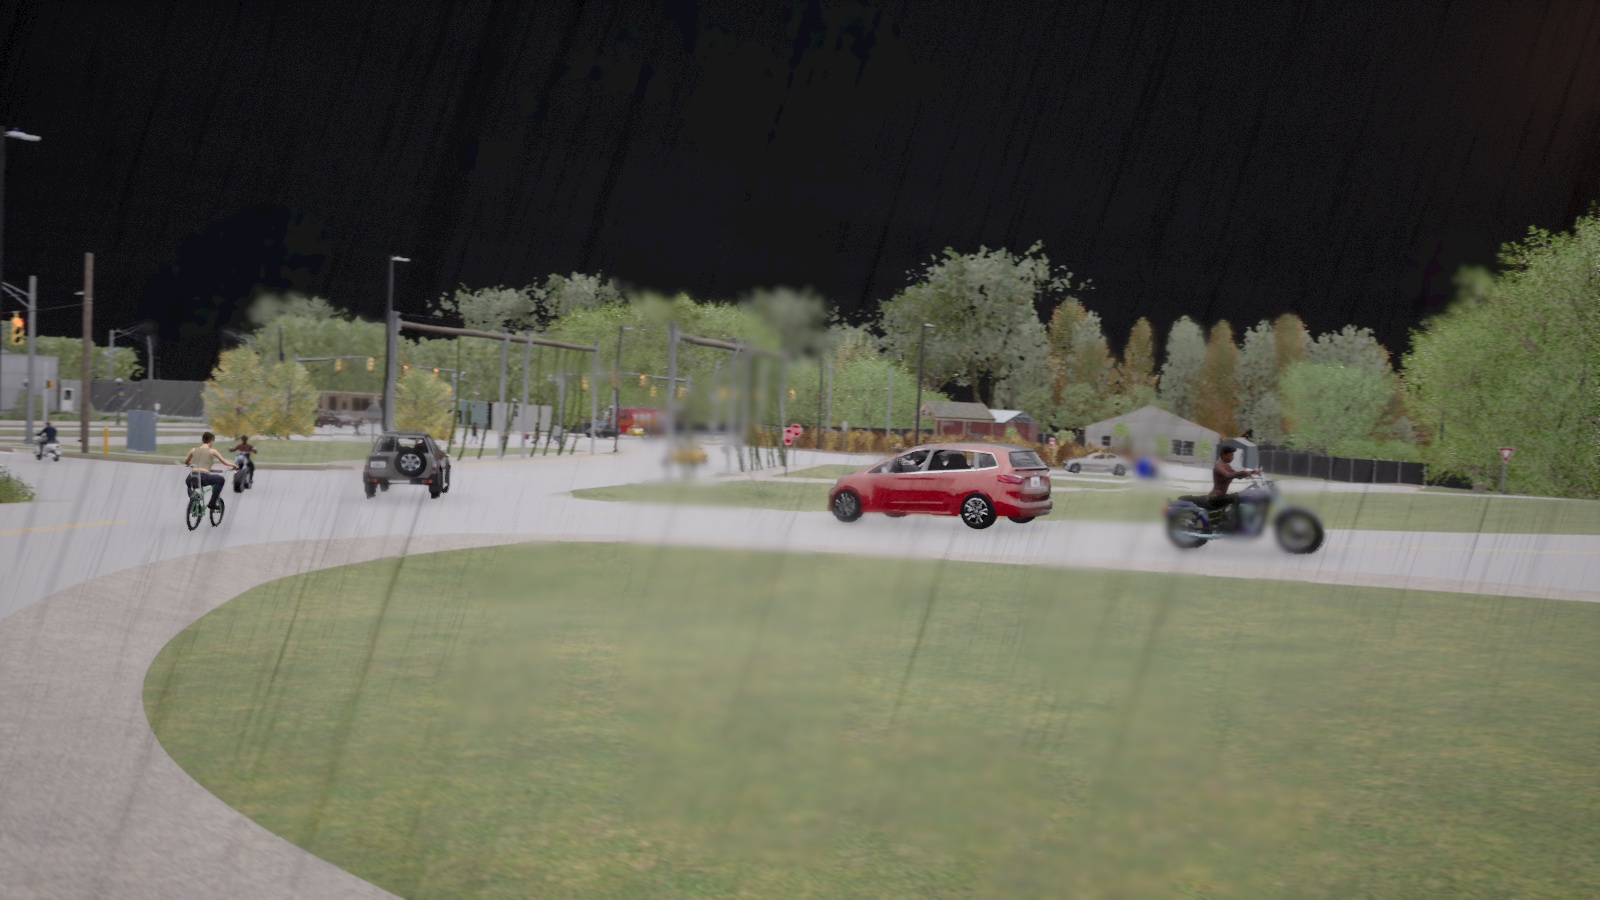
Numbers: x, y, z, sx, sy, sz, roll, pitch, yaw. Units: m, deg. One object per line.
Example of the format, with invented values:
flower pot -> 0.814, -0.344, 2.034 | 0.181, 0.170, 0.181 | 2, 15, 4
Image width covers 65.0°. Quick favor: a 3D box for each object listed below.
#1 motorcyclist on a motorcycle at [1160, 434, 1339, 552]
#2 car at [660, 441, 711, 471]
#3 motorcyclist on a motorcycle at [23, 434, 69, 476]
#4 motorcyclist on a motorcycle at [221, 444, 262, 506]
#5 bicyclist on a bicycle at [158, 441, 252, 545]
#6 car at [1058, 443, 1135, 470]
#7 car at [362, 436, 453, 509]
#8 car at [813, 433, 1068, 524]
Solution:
motorcyclist on a motorcycle -> 6.661, 0.618, 18.670 | 2.350, 1.649, 0.766 | -1, 1, 35
car -> -6.771, 0.320, 74.723 | 1.801, 1.575, 5.366 | 2, 1, 8
motorcyclist on a motorcycle -> -29.835, 0.188, 49.689 | 1.817, 1.590, 0.866 | 2, 2, 33
motorcyclist on a motorcycle -> -15.748, 0.673, 35.447 | 0.766, 1.649, 2.350 | 0, 1, -16
bicyclist on a bicycle -> -9.775, 0.682, 20.683 | 0.866, 1.612, 1.509 | 2, 0, -5
car -> 21.478, 0.436, 91.121 | 5.027, 1.651, 2.152 | 3, 1, 2
car -> -10.891, 0.545, 35.102 | 1.932, 1.855, 4.605 | 0, 1, -11
car -> 2.831, 0.551, 25.623 | 4.611, 1.667, 2.242 | -1, 1, 35
